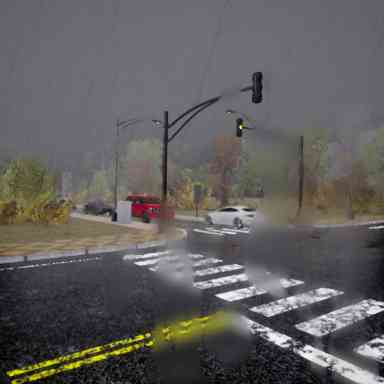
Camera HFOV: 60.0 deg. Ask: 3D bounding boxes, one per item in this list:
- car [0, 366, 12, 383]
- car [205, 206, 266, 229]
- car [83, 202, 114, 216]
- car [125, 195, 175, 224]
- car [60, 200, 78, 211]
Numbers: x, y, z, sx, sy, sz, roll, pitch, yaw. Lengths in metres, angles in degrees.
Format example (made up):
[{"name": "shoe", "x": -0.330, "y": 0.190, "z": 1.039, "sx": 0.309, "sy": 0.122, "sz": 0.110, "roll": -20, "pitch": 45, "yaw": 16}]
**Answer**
[{"name": "car", "x": -3.256, "y": 1.504, "z": 1.115, "sx": 4.892, "sy": 1.490, "sz": 1.837, "roll": 0, "pitch": 0, "yaw": -35}, {"name": "car", "x": 2.799, "y": 1.641, "z": 22.161, "sx": 1.812, "sy": 1.442, "sz": 4.674, "roll": 3, "pitch": -2, "yaw": -36}, {"name": "car", "x": -9.631, "y": 1.685, "z": 34.192, "sx": 2.033, "sy": 1.411, "sz": 5.357, "roll": 2, "pitch": -2, "yaw": -35}, {"name": "car", "x": -3.507, "y": 1.300, "z": 25.824, "sx": 2.150, "sy": 2.045, "sz": 5.566, "roll": 2, "pitch": -1, "yaw": -35}, {"name": "car", "x": -16.810, "y": 1.742, "z": 44.565, "sx": 1.812, "sy": 1.442, "sz": 4.674, "roll": 2, "pitch": -2, "yaw": -34}]
